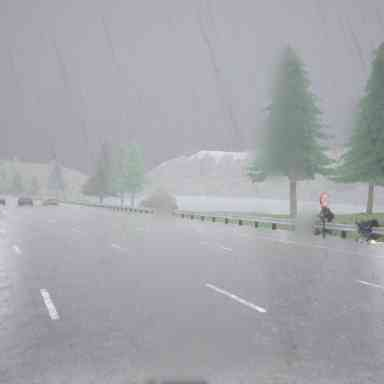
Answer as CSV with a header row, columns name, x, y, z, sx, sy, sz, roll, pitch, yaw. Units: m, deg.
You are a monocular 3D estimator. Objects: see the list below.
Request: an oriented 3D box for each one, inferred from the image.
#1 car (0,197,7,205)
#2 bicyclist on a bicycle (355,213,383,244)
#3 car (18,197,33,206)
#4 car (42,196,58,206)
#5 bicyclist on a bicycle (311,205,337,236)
name,x,y,z,sx,sy,sz,roll,pitch,yaw
car,-32.451,1.526,56.119,1.812,1.442,4.674,0,0,-32
bicyclist on a bicycle,7.810,1.723,14.577,1.620,1.656,0.582,0,3,-17
car,-27.542,1.491,54.965,2.128,1.511,4.902,0,0,-33
car,-23.640,1.478,55.371,1.882,1.535,5.008,0,0,-33
bicyclist on a bicycle,6.761,1.419,16.909,1.656,1.620,0.582,3,-2,-19
